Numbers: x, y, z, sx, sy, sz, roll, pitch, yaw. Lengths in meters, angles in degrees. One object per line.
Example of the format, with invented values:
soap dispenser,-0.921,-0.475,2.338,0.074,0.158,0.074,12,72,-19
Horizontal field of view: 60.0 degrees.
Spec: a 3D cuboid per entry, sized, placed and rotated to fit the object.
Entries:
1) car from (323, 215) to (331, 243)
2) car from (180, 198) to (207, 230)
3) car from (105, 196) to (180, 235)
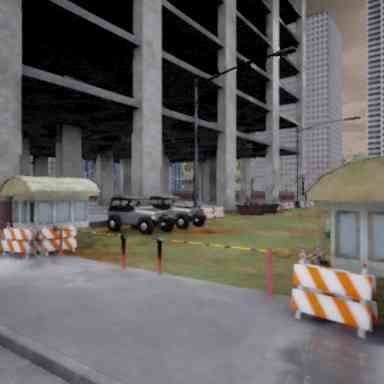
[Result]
car,7.355,1.339,12.971,3.988,1.617,1.851,0,0,36
car,-1.139,1.164,20.067,3.866,1.878,1.905,0,0,36
car,-2.862,1.165,17.683,3.866,1.878,1.905,0,0,36
